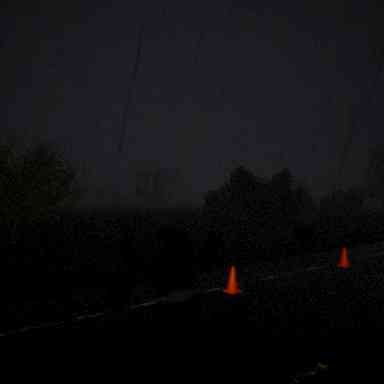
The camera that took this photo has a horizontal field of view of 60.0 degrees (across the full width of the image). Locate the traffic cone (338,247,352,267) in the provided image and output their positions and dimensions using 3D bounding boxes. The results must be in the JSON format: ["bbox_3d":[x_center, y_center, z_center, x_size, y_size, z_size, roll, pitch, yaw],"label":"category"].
[{"bbox_3d":[4.923,2.081,10.726,0.340,0.580,0.340,1,-1,-37],"label":"traffic cone"}]

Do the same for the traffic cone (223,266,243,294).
[{"bbox_3d":[0.959,2.020,7.748,0.340,0.580,0.340,1,-1,-37],"label":"traffic cone"}]
